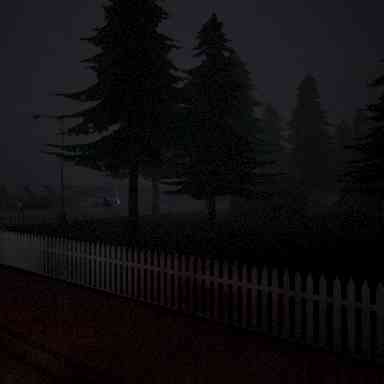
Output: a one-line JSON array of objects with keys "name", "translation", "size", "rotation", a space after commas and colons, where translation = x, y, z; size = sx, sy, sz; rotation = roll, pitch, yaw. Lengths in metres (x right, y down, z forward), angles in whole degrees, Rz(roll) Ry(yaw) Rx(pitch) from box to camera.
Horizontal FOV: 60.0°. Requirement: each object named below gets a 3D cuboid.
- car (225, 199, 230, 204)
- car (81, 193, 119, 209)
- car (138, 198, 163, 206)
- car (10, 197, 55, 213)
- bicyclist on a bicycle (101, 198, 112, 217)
[{"name": "car", "translation": [4.292, 1.221, 51.455], "size": [2.150, 2.045, 5.566], "rotation": [0, 0, 34]}, {"name": "car", "translation": [-12.537, 1.221, 45.704], "size": [2.150, 2.045, 5.566], "rotation": [0, 0, 34]}, {"name": "car", "translation": [-6.801, 1.491, 54.093], "size": [2.128, 1.511, 4.902], "rotation": [0, 0, 35]}, {"name": "car", "translation": [-18.032, 1.352, 37.629], "size": [2.097, 1.767, 4.553], "rotation": [0, 0, 34]}, {"name": "bicyclist on a bicycle", "translation": [-7.176, 1.302, 27.836], "size": [1.656, 1.620, 0.582], "rotation": [0, 0, 34]}]
